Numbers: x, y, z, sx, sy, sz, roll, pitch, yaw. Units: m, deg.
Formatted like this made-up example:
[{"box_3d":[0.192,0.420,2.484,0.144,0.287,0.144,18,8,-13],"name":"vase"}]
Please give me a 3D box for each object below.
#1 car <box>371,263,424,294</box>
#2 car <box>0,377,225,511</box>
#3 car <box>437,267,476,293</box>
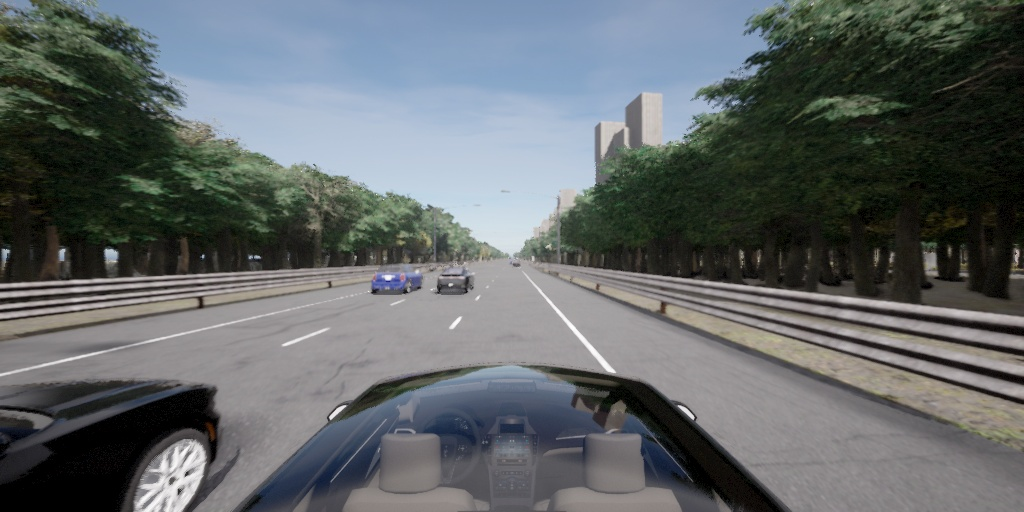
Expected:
[{"box_3d":[-6.896,1.288,22.107,2.097,1.767,4.553,0,-1,0],"name":"car"},{"box_3d":[-3.406,1.222,1.024,1.882,1.535,5.008,0,-1,0],"name":"car"},{"box_3d":[-3.396,1.430,22.337,2.128,1.511,4.902,0,-1,0],"name":"car"}]
